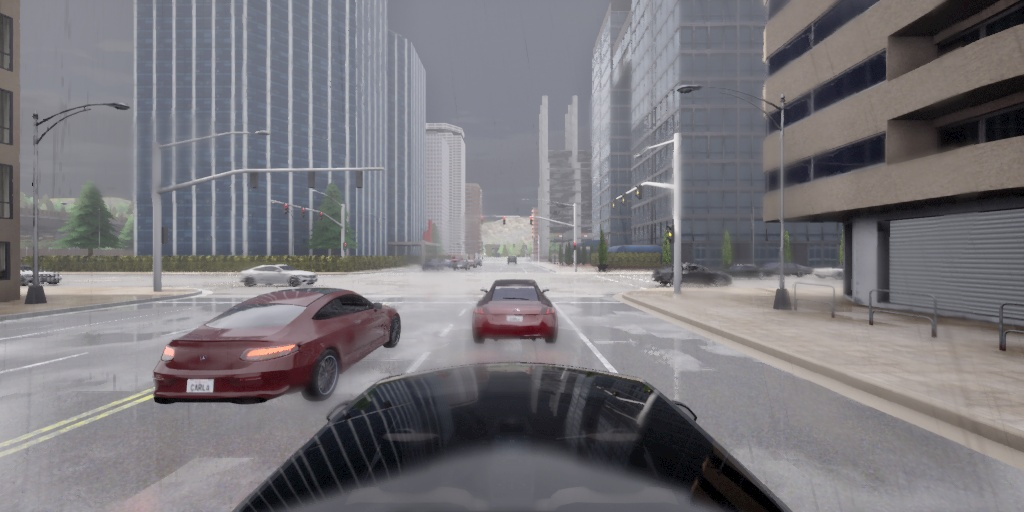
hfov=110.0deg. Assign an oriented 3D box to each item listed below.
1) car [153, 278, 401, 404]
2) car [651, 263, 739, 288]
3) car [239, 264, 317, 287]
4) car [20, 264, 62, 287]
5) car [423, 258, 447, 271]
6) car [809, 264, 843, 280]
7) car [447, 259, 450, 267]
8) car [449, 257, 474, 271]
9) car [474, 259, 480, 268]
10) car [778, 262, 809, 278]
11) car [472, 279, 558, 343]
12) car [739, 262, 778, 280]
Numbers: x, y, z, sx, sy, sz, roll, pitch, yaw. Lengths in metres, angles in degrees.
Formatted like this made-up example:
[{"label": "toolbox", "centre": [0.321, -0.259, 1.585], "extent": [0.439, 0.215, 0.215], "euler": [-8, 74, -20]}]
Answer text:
[{"label": "car", "centre": [-3.441, 1.276, 6.280], "extent": [1.812, 1.442, 4.674], "euler": [0, 0, 0]}, {"label": "car", "centre": [11.646, 1.255, 23.390], "extent": [4.892, 1.490, 1.837], "euler": [0, 0, 1]}, {"label": "car", "centre": [-15.385, 1.275, 23.677], "extent": [4.674, 1.442, 1.812], "euler": [0, 0, 1]}, {"label": "car", "centre": [-33.103, 1.276, 23.878], "extent": [4.674, 1.442, 1.812], "euler": [0, 0, 0]}, {"label": "car", "centre": [-10.575, 1.102, 48.361], "extent": [2.097, 1.767, 4.553], "euler": [0, 0, 0]}, {"label": "car", "centre": [28.540, 1.351, 30.414], "extent": [4.718, 1.301, 1.895], "euler": [0, 0, 1]}, {"label": "car", "centre": [-10.568, 1.276, 58.177], "extent": [1.812, 1.442, 4.674], "euler": [0, 0, 1]}, {"label": "car", "centre": [-7.071, 1.241, 50.886], "extent": [2.128, 1.511, 4.902], "euler": [0, 0, 0]}, {"label": "car", "centre": [-7.057, 1.275, 60.841], "extent": [1.812, 1.442, 4.674], "euler": [0, 0, 1]}, {"label": "car", "centre": [25.383, 1.297, 33.949], "extent": [5.357, 1.411, 2.033], "euler": [0, 0, 1]}, {"label": "car", "centre": [0.079, 1.314, 9.669], "extent": [1.994, 1.385, 4.181], "euler": [0, 0, 0]}, {"label": "car", "centre": [19.371, 1.351, 30.511], "extent": [4.718, 1.301, 1.895], "euler": [0, 0, 1]}]
